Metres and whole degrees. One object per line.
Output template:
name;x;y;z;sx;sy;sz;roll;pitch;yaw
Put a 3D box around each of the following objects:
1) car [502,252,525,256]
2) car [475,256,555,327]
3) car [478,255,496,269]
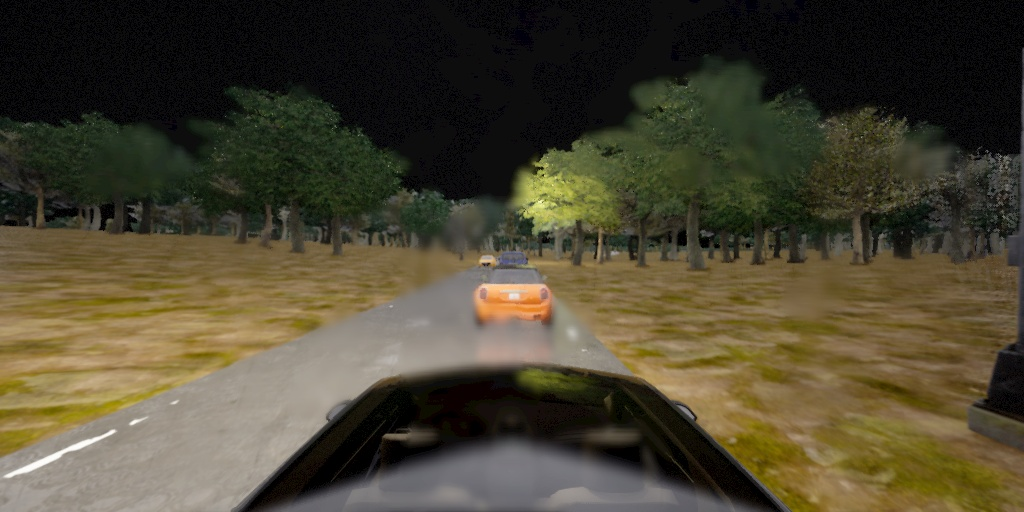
car;0.086;0.703;27.476;2.150;2.045;5.566;0;1;0
car;0.078;1.009;11.244;2.097;1.767;4.553;0;1;0
car;-3.081;0.688;44.877;1.882;1.535;5.008;0;1;0
